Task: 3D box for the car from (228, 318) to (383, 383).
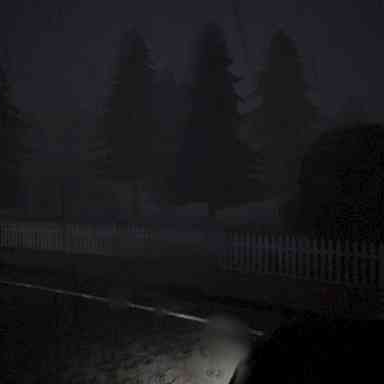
[{"bbox_3d":[2.246,1.545,2.101,4.181,1.385,1.994,0,0,35],"label":"car"}]
